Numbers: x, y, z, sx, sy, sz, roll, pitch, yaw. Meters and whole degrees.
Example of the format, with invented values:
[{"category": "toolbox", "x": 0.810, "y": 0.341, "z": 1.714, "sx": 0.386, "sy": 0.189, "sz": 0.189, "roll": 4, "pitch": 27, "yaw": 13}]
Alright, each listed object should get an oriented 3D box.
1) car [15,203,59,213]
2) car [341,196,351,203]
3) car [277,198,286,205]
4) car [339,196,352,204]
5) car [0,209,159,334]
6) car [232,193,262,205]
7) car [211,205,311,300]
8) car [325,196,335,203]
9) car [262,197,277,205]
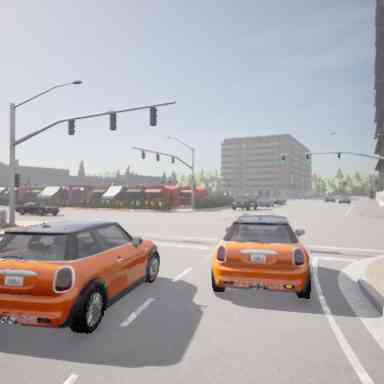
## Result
[{"category": "car", "x": -15.837, "y": 1.765, "z": 34.171, "sx": 4.718, "sy": 1.301, "sz": 1.895, "roll": 0, "pitch": 0, "yaw": 28}, {"category": "car", "x": 36.131, "y": 1.788, "z": 77.845, "sx": 1.837, "sy": 1.490, "sz": 4.892, "roll": 0, "pitch": 0, "yaw": 27}, {"category": "car", "x": 16.248, "y": 1.824, "z": 62.132, "sx": 1.895, "sy": 1.301, "sz": 4.718, "roll": 0, "pitch": 0, "yaw": 28}, {"category": "car", "x": 31.603, "y": 1.850, "z": 68.990, "sx": 1.895, "sy": 1.301, "sz": 4.718, "roll": 0, "pitch": 0, "yaw": 27}, {"category": "car", "x": -2.248, "y": 1.375, "z": 7.109, "sx": 2.097, "sy": 1.767, "sz": 4.553, "roll": 0, "pitch": 0, "yaw": 12}, {"category": "car", "x": 7.120, "y": 1.378, "z": 44.395, "sx": 2.150, "sy": 2.045, "sz": 5.566, "roll": 0, "pitch": 0, "yaw": 27}, {"category": "car", "x": 1.891, "y": 1.383, "z": 8.847, "sx": 2.097, "sy": 1.767, "sz": 4.553, "roll": 0, "pitch": 0, "yaw": 14}, {"category": "car", "x": 32.984, "y": 1.647, "z": 79.378, "sx": 2.097, "sy": 1.767, "sz": 4.553, "roll": 0, "pitch": 0, "yaw": 27}, {"category": "car", "x": 11.668, "y": 1.542, "z": 53.267, "sx": 2.097, "sy": 1.767, "sz": 4.553, "roll": 0, "pitch": 0, "yaw": 27}]
